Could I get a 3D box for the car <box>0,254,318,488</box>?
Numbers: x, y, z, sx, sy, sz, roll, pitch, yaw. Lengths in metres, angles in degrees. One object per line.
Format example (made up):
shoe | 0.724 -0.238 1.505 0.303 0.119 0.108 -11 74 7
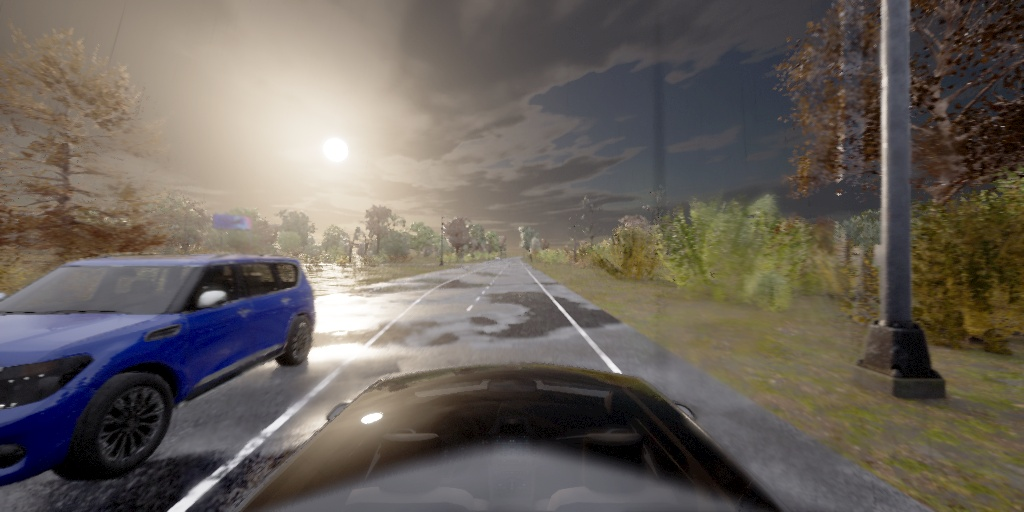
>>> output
car | -4.742 0.980 4.949 2.150 2.045 5.566 0 0 -6
